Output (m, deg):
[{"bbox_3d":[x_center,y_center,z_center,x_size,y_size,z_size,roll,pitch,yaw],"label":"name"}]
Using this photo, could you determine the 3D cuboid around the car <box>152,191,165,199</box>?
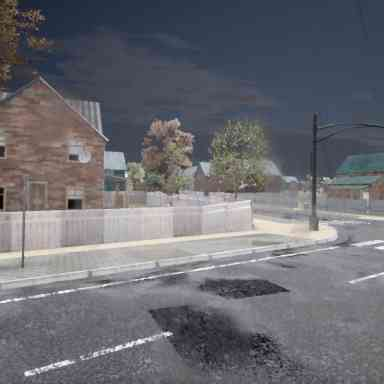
[{"bbox_3d":[-6.225,0.639,61.693,1.812,1.442,4.674,1,1,-20],"label":"car"}]
